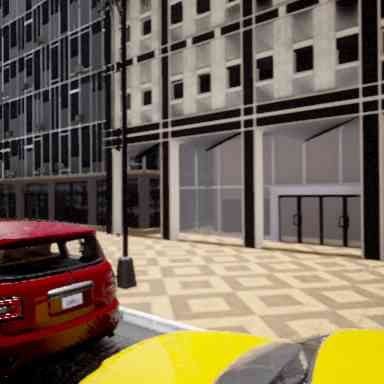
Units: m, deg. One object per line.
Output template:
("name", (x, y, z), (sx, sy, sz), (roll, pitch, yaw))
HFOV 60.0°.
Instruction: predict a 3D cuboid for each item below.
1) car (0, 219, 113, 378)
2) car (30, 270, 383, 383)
("car", (-3.333, 1.368, 5.252), (5.009, 1.841, 2.192), (-1, 0, 35))
("car", (1.169, 1.527, 2.041), (4.829, 1.417, 1.752), (-1, 0, 35))
